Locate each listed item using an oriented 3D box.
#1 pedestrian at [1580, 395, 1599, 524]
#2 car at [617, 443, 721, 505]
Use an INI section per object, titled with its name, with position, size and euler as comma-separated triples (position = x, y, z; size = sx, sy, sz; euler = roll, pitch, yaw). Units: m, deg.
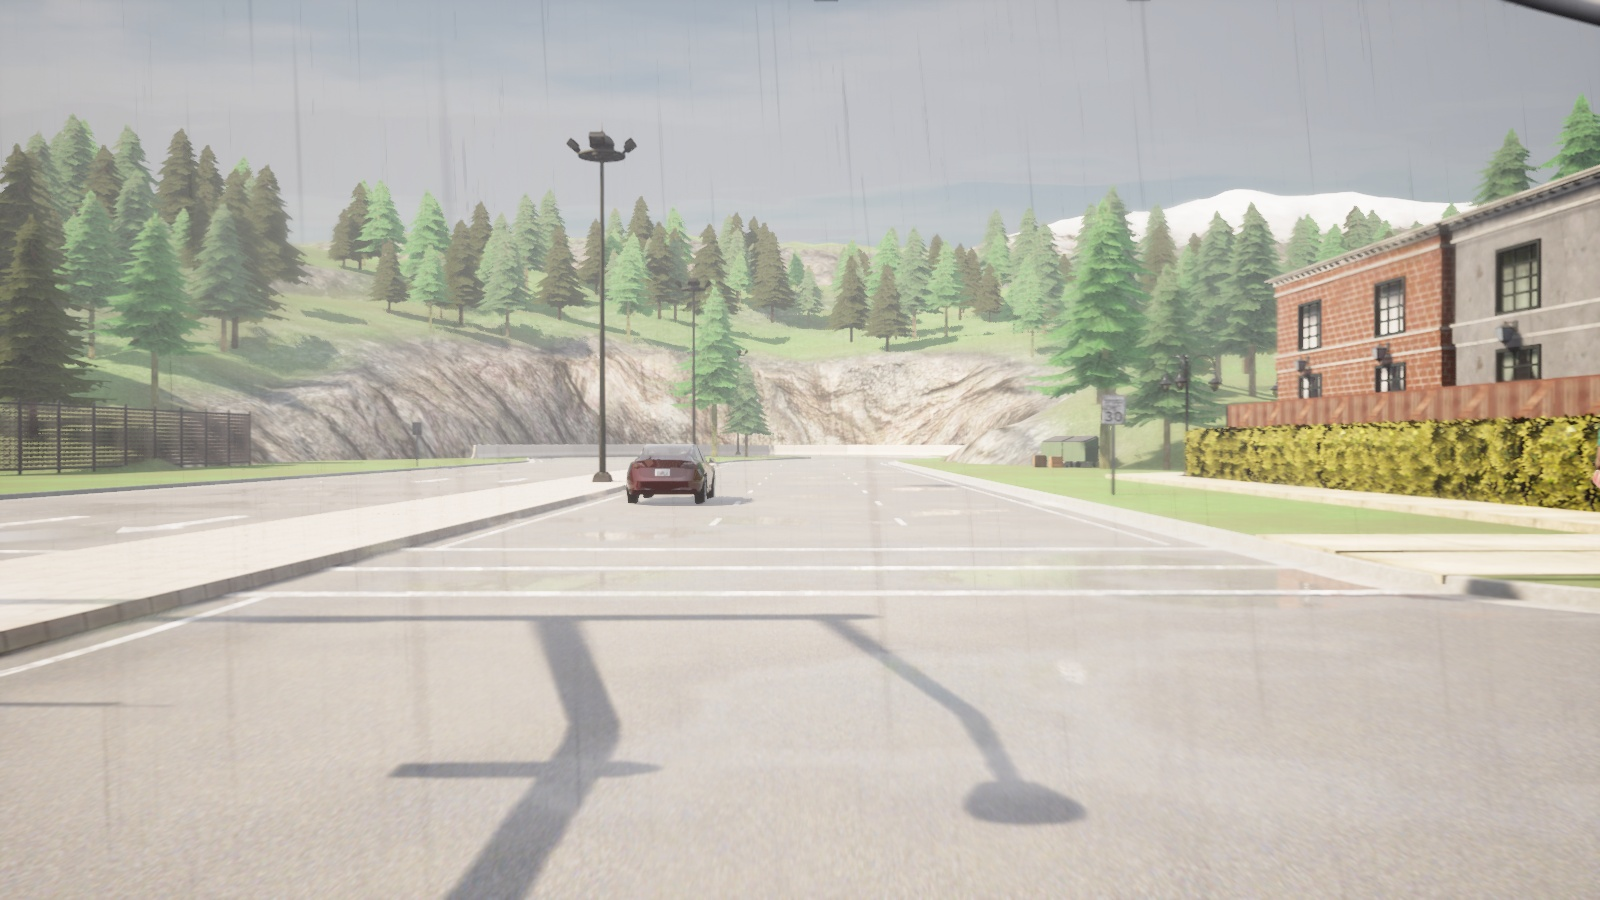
[pedestrian]
position = 12.442, 0.149, 19.052
size = 0.659, 1.952, 0.873
euler = 0, 0, 1
[car]
position = -3.300, 0.560, 32.570
size = 2.163, 1.488, 4.792
euler = 0, 0, 0
